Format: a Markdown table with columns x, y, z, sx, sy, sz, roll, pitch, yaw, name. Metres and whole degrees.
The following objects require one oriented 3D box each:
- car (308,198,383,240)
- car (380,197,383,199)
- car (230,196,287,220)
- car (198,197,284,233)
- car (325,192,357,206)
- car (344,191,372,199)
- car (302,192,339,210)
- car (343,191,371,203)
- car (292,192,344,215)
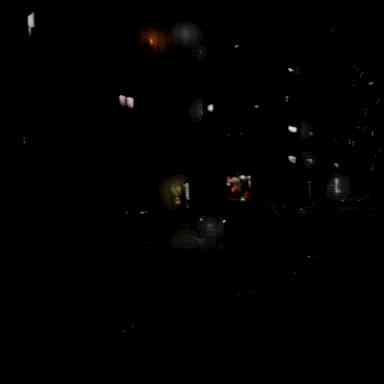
| x | y | z | sx | sy | sz | roll | pitch | yaw | name |
| --- | --- | --- | --- | --- | --- | --- | --- | --- | --- |
| 7.048 | 1.183 | 14.480 | 2.008 | 1.369 | 4.403 | 1 | 2 | 42 | car |
| 19.433 | 0.730 | 31.806 | 1.994 | 1.385 | 4.181 | 0 | 1 | 42 | car |
| 4.890 | 1.059 | 23.826 | 1.752 | 1.417 | 4.829 | 1 | 2 | 42 | car |
| 2.673 | 1.208 | 17.733 | 2.033 | 1.411 | 5.357 | 0 | 1 | 42 | car |
| 16.436 | 0.714 | 36.547 | 1.947 | 1.339 | 4.313 | 1 | 2 | 42 | car |
| 16.206 | 0.735 | 32.618 | 1.812 | 1.442 | 4.674 | 0 | 1 | 43 | car |
| 12.511 | 0.804 | 32.222 | 1.752 | 1.417 | 4.829 | 1 | 2 | 42 | car |
| 20.247 | 0.566 | 40.744 | 1.887 | 1.381 | 4.507 | 1 | 2 | 42 | car |
| 9.273 | 0.932 | 24.996 | 2.128 | 1.511 | 4.902 | 0 | 1 | 42 | car |
